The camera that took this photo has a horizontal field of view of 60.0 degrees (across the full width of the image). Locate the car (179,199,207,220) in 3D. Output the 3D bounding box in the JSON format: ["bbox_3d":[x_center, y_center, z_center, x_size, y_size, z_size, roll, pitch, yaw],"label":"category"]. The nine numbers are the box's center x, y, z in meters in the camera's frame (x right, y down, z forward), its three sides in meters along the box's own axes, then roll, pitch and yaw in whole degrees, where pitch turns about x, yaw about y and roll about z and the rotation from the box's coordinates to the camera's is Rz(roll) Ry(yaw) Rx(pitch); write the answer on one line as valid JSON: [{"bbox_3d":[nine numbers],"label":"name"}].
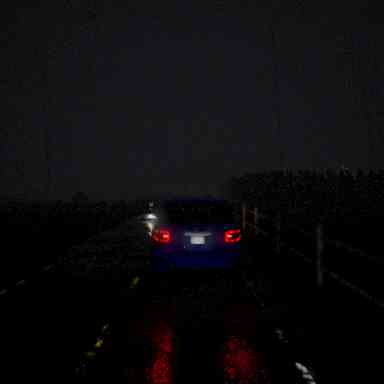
[{"bbox_3d":[0.087,1.332,27.359,2.033,1.411,5.357,0,0,0],"label":"car"}]

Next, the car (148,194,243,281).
[{"bbox_3d":[0.094,1.138,9.752,2.150,2.045,5.566,0,0,-1],"label":"car"}]

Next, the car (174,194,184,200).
[{"bbox_3d":[-2.774,1.018,72.818,1.895,1.301,4.718,0,0,0],"label":"car"}]

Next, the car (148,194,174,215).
[{"bbox_3d":[-2.858,1.104,31.590,2.097,1.767,4.553,0,0,0],"label":"car"}]
